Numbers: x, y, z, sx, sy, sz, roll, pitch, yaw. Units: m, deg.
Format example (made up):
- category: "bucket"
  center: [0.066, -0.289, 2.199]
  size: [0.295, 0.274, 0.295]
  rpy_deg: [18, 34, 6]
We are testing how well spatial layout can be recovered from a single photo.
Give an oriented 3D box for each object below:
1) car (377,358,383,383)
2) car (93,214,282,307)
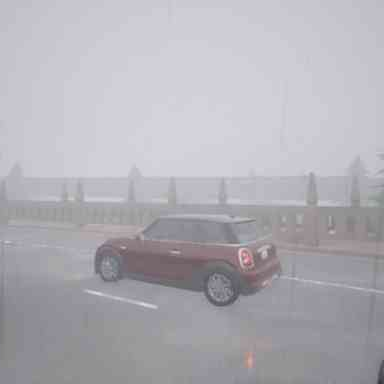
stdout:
- category: "car"
  center: [3.792, 1.210, 1.132]
  size: [5.566, 2.045, 2.150]
  rpy_deg: [0, 0, 36]
- category: "car"
  center: [-0.273, 1.318, 8.079]
  size: [4.553, 1.767, 2.097]
  rpy_deg: [0, 0, 33]
